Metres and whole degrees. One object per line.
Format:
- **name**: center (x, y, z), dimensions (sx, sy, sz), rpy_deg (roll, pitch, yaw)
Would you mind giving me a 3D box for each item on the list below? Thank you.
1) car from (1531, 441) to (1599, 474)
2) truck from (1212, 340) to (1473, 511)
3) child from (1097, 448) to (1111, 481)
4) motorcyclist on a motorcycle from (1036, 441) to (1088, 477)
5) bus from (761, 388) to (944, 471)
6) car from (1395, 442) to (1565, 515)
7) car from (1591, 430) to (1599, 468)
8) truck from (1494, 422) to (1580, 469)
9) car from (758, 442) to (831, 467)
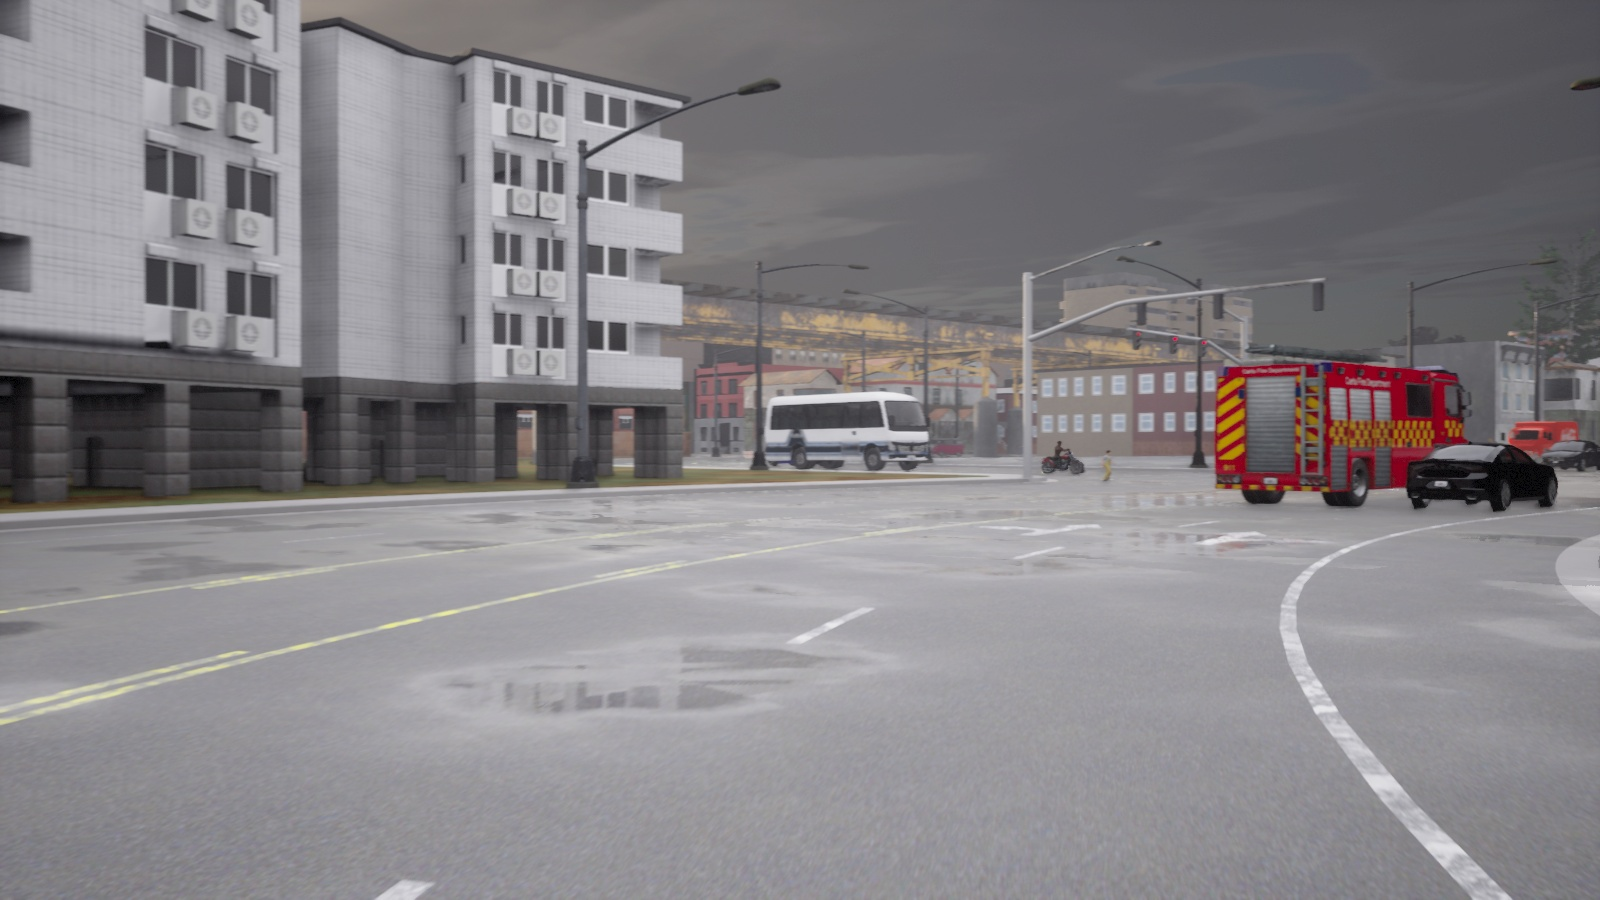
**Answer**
- **car**: center (37.935, 0.349, 61.923), dimensions (4.892, 1.490, 1.837), rpy_deg (-1, 1, -42)
- **truck**: center (14.047, -0.569, 32.101), dimensions (8.468, 3.827, 2.891), rpy_deg (0, 0, -43)
- **child**: center (11.821, 0.570, 48.806), dimensions (0.270, 1.263, 0.437), rpy_deg (0, 0, -45)
- **motorcyclist on a motorcycle**: center (12.289, 0.389, 59.002), dimensions (0.766, 1.649, 2.350), rpy_deg (0, 1, -43)
- **bus**: center (2.715, -1.016, 69.247), dimensions (3.944, 4.253, 10.273), rpy_deg (0, 0, -43)
- **car**: center (15.694, 0.594, 28.869), dimensions (5.008, 1.535, 1.882), rpy_deg (0, 0, -42)
- **car**: center (45.312, -0.100, 68.509), dimensions (5.566, 2.045, 2.150), rpy_deg (-1, 1, -42)
- **truck**: center (40.413, -0.263, 68.827), dimensions (5.204, 2.467, 2.627), rpy_deg (-1, 1, -42)
- **car**: center (-0.362, 0.252, 77.810), dimensions (2.007, 1.525, 4.514), rpy_deg (0, 0, -42)
